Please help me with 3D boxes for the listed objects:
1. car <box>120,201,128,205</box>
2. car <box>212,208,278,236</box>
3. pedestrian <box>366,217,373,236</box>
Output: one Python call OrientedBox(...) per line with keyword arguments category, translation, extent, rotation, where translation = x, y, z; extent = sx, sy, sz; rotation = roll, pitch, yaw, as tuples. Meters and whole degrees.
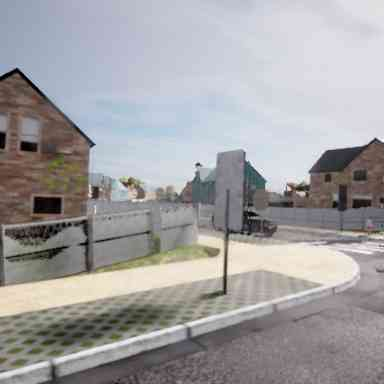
OrientedBox(category="car", translation=(-10.690, 2.210, 52.716), extent=(2.097, 1.767, 4.553), rotation=(3, -2, -16))
OrientedBox(category="car", translation=(3.018, 1.724, 19.883), extent=(1.837, 1.490, 4.892), rotation=(3, -2, -29))
OrientedBox(category="pedestrian", translation=(10.121, 1.946, 18.965), extent=(0.500, 1.100, 0.500), rotation=(2, -1, -31))
